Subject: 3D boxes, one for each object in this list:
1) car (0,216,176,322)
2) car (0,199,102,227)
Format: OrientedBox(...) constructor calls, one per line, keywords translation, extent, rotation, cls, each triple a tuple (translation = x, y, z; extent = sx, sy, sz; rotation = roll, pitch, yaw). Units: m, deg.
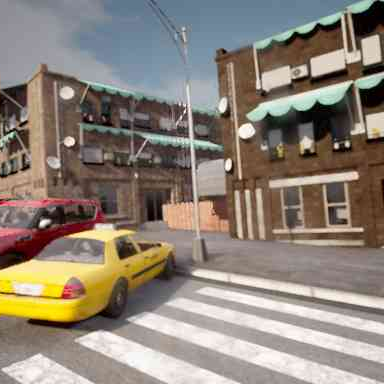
OrientedBox(translation=(-1.825, 1.483, 7.496), extent=(1.946, 1.575, 5.366), rotation=(0, -1, 14), cls="car")
OrientedBox(translation=(-4.370, 1.219, 8.998), extent=(2.435, 2.045, 5.566), rotation=(1, -1, 14), cls="car")
